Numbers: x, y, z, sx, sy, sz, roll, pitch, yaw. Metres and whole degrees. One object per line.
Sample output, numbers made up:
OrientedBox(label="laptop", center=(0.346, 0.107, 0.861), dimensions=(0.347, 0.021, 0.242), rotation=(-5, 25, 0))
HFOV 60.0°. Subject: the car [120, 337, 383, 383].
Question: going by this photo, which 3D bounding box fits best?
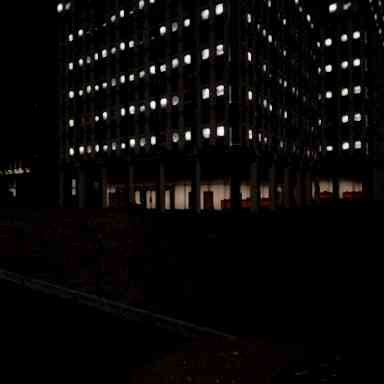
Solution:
OrientedBox(label="car", center=(1.488, 1.526, 1.827), dimensions=(4.829, 1.417, 1.752), rotation=(0, -1, 36))
